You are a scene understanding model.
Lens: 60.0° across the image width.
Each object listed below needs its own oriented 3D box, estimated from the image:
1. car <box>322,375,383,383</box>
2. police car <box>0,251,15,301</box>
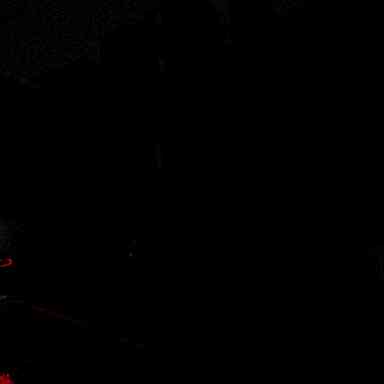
[{"bbox_3d":[2.424,1.552,1.075,4.403,1.369,2.008,0,1,35],"label":"car"},{"bbox_3d":[-5.774,1.419,7.006,5.238,1.638,1.930,0,0,35],"label":"police car"}]
